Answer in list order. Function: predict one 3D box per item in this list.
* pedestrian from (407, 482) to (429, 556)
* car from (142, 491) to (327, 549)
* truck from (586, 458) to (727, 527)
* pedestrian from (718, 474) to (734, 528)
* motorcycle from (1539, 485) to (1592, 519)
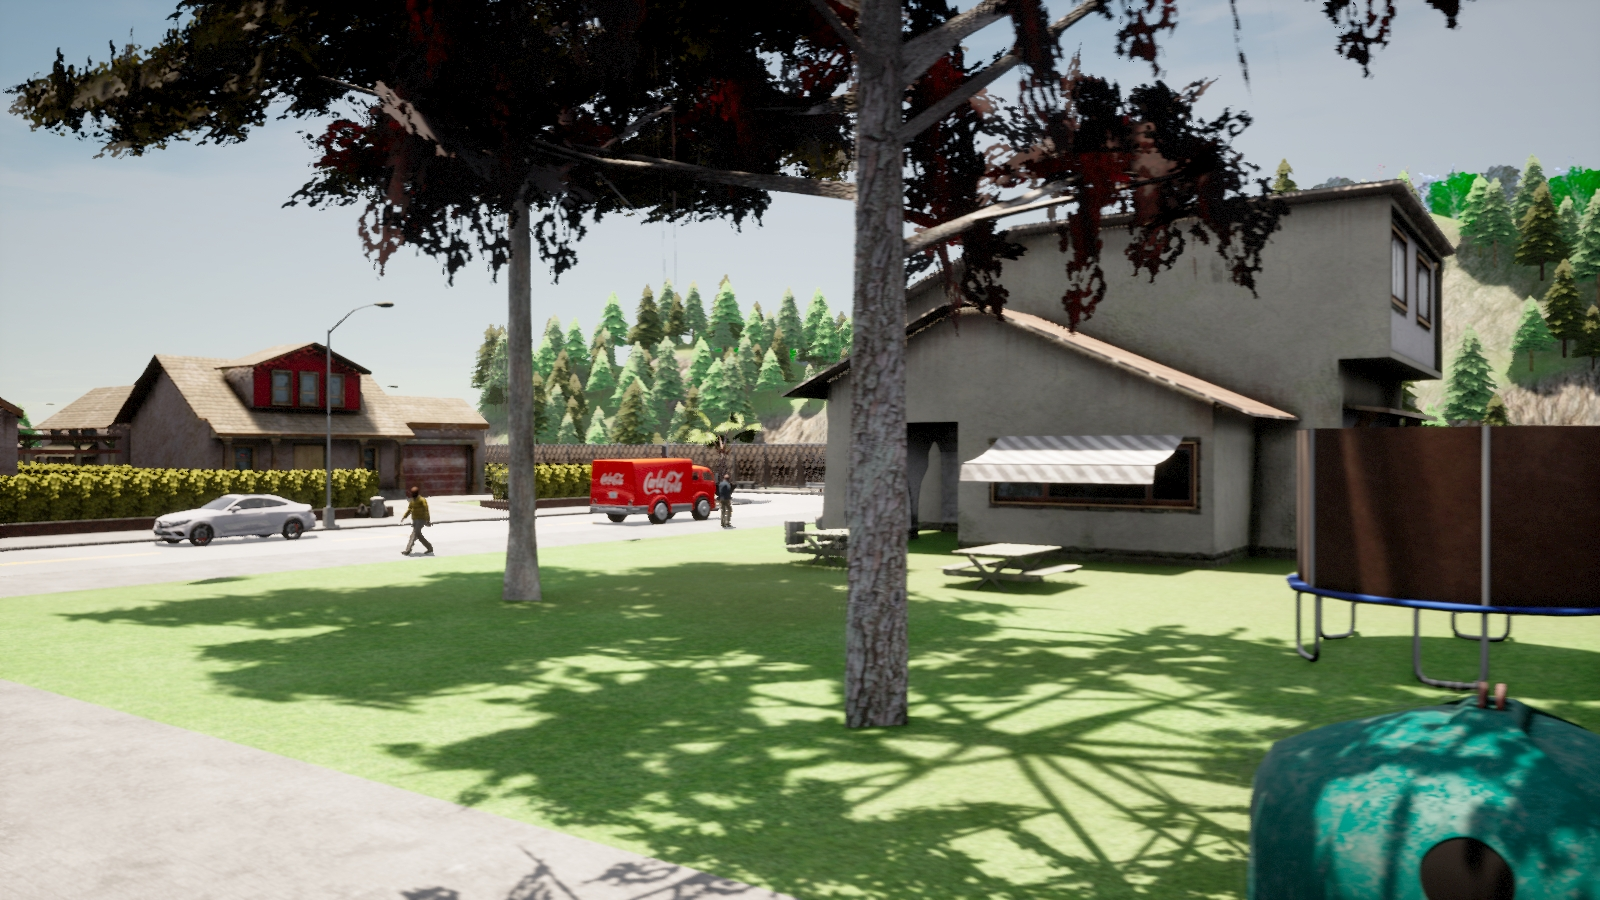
[{"bbox_3d":[-9.700,1.743,28.983,0.375,1.860,0.375,0,0,35],"label":"pedestrian"},{"bbox_3d":[-17.203,2.081,34.979,2.002,1.442,4.674,0,0,35],"label":"car"},{"bbox_3d":[-5.490,1.568,44.464,2.627,2.467,5.204,0,0,35],"label":"truck"},{"bbox_3d":[-2.542,1.744,39.262,0.375,1.860,0.375,0,0,42],"label":"pedestrian"},{"bbox_3d":[31.795,2.142,47.473,1.805,1.316,0.856,0,0,35],"label":"motorcycle"}]
